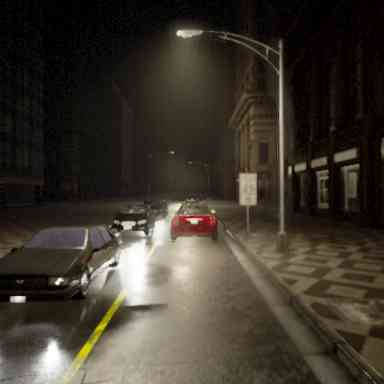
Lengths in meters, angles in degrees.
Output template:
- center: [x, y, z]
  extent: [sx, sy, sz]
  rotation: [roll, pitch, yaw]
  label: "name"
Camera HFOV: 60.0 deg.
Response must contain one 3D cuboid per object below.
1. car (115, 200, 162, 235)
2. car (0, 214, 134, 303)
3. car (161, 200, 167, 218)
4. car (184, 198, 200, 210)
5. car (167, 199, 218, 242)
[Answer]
- center: [-3.094, 1.449, 18.562]
  extent: [2.128, 1.511, 4.902]
  rotation: [0, 0, 0]
  label: "car"
- center: [-3.101, 1.530, 8.618]
  extent: [2.033, 1.411, 5.357]
  rotation: [0, 0, 0]
  label: "car"
- center: [-3.048, 1.419, 28.917]
  extent: [2.128, 1.511, 4.902]
  rotation: [0, 0, 0]
  label: "car"
- center: [0.023, 1.481, 41.242]
  extent: [1.895, 1.301, 4.718]
  rotation: [0, 0, 1]
  label: "car"
- center: [0.098, 1.308, 16.382]
  extent: [2.097, 1.767, 4.553]
  rotation: [0, 0, 0]
  label: "car"
